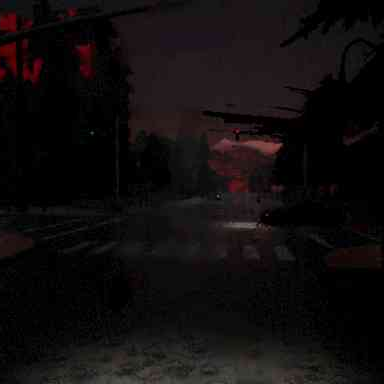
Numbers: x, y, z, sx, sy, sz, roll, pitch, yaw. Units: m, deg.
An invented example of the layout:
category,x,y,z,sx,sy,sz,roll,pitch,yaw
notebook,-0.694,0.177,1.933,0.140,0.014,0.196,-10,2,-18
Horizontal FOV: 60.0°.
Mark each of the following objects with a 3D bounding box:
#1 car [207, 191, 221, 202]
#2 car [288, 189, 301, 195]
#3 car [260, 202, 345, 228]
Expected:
category,x,y,z,sx,sy,sz,roll,pitch,yaw
car,3.720,0.631,55.280,2.097,1.767,4.553,0,1,9
car,26.183,0.236,85.826,1.845,1.501,3.633,0,1,9
car,6.352,1.314,19.384,4.674,1.442,1.812,0,1,11
